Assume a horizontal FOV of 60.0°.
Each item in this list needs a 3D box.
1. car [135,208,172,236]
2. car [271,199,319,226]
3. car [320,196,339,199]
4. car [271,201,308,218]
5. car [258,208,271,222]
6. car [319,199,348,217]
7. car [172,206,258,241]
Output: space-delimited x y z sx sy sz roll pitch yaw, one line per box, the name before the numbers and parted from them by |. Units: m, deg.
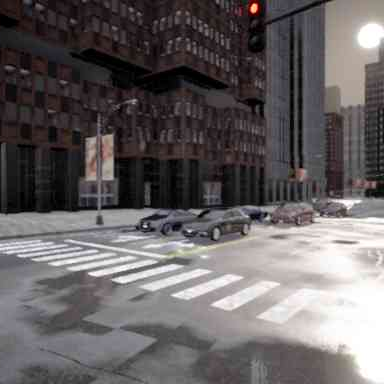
car | -1.298 1.667 19.467 1.994 1.385 4.181 0 0 38
car | 7.776 1.543 25.679 2.097 1.767 4.553 0 0 38
car | 16.336 1.667 41.657 2.097 1.767 4.553 0 0 40
car | 9.970 1.742 33.679 1.837 1.490 4.892 0 0 38
car | 4.138 1.769 26.334 1.895 1.301 4.718 0 0 38
car | 14.624 1.777 34.307 1.837 1.490 4.892 0 0 39
car | 1.373 1.620 17.607 1.837 1.490 4.892 0 0 38
